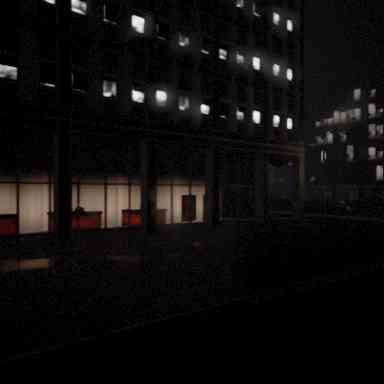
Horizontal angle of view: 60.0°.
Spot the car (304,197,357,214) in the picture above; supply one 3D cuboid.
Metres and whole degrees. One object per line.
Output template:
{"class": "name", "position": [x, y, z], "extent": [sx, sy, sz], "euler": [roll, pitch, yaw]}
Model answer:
{"class": "car", "position": [12.792, 1.318, 31.904], "extent": [1.752, 1.417, 4.829], "euler": [0, 0, -36]}

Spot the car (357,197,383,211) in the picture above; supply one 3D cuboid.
{"class": "car", "position": [19.643, 1.235, 37.172], "extent": [1.967, 1.590, 4.097], "euler": [0, 0, -36]}

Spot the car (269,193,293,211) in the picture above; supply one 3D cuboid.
{"class": "car", "position": [9.344, 1.074, 36.627], "extent": [2.192, 1.841, 5.009], "euler": [0, 0, -36]}

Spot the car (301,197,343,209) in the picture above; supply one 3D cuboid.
{"class": "car", "position": [16.246, 1.312, 41.722], "extent": [2.008, 1.369, 4.403], "euler": [0, 0, -36]}
